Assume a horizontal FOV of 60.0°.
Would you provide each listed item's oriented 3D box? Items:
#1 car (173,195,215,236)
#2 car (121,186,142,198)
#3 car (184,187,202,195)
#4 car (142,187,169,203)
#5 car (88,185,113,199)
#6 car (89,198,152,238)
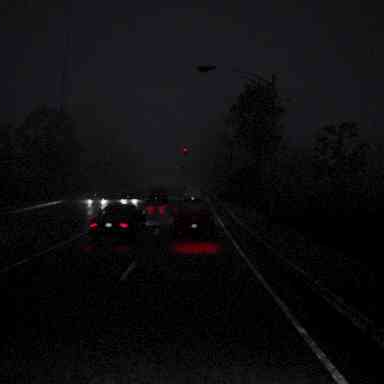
[{"bbox_3d":[0.089,1.205,16.826,1.882,1.535,5.008,0,2,0],"label":"car"},{"bbox_3d":[-7.028,0.002,39.200,2.033,1.411,5.357,0,3,0],"label":"car"},{"bbox_3d":[0.079,0.252,34.566,1.812,1.442,4.674,0,3,0],"label":"car"},{"bbox_3d":[-3.420,0.255,33.931,2.128,1.511,4.902,0,3,0],"label":"car"},{"bbox_3d":[-10.533,-0.004,38.631,1.837,1.490,4.892,0,3,0],"label":"car"},{"bbox_3d":[-3.410,1.306,16.103,2.033,1.411,5.357,0,2,0],"label":"car"}]
